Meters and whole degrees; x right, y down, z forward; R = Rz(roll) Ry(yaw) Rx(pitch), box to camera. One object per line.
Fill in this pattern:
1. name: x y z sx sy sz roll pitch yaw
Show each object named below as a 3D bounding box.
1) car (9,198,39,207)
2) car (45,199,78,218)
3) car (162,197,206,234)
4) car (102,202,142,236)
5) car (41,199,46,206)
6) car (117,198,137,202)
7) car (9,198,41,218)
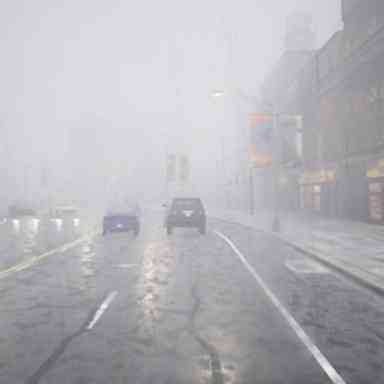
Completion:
1. car: -29.256 1.758 58.041 4.674 1.452 2.002 0 0 20
2. car: -12.707 1.612 32.751 1.882 1.535 5.008 1 -1 -34
3. car: -0.568 1.304 20.219 2.150 2.045 5.566 0 0 -8
4. car: -3.975 1.557 19.260 1.882 1.535 5.008 0 0 -7
5. car: -23.952 1.824 55.869 4.718 1.301 1.895 0 0 30
6. car: -7.634 1.507 37.868 2.097 1.767 4.553 0 0 -33
7. car: -16.158 1.608 31.701 1.882 1.535 5.008 1 -1 -36
